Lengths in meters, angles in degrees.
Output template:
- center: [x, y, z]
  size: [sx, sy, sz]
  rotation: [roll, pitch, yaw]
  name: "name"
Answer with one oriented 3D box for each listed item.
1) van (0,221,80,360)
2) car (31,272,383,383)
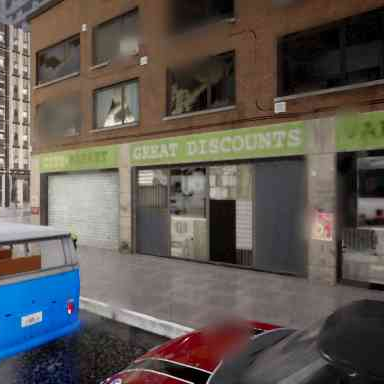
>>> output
- center: [-3.492, 1.343, 5.204]
  size: [3.998, 1.788, 1.690]
  rotation: [0, 0, 35]
  name: "van"
- center: [1.147, 1.440, 1.909]
  size: [4.097, 1.590, 1.967]
  rotation: [0, 0, 35]
  name: "car"
